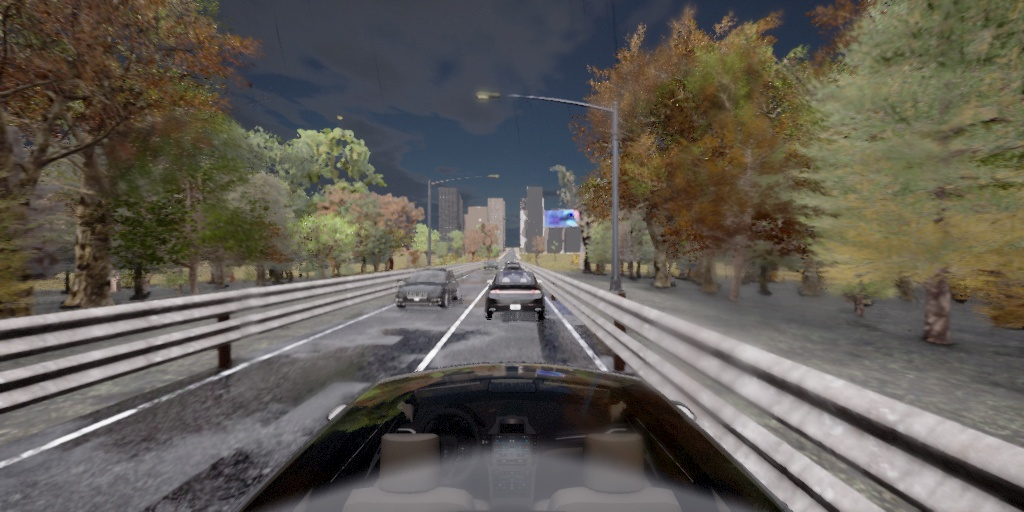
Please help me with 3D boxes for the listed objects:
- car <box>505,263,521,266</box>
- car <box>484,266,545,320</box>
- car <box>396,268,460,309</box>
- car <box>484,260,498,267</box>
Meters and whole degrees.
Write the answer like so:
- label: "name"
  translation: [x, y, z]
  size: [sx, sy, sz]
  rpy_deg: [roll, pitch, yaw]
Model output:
- label: "car"
  translation: [0.094, 1.393, 34.559]
  size: [1.837, 1.490, 4.892]
  rpy_deg: [0, 0, 0]
- label: "car"
  translation: [0.097, 1.260, 12.673]
  size: [2.128, 1.511, 4.902]
  rpy_deg: [0, 0, 0]
- label: "car"
  translation: [-3.350, 1.284, 15.039]
  size: [1.837, 1.490, 4.892]
  rpy_deg: [0, 0, 0]
- label: "car"
  translation: [-3.333, 1.371, 57.404]
  size: [2.097, 1.767, 4.553]
  rpy_deg: [0, 0, 0]
